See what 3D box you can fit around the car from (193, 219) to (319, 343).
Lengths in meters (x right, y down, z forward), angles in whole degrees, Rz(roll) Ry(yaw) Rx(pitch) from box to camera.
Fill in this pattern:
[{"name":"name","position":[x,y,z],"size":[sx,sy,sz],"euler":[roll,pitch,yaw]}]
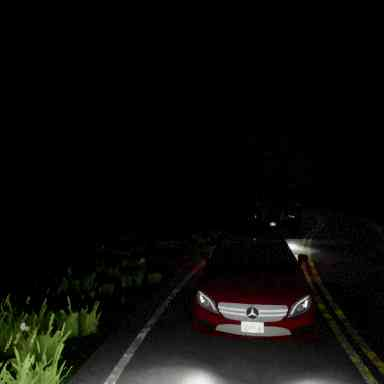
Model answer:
[{"name":"car","position":[1.224,1.534,6.703],"size":[1.812,1.442,4.674],"euler":[-1,0,11]}]

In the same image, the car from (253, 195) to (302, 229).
[{"name":"car","position":[4.982,1.215,18.879],"size":[2.150,2.045,5.566],"euler":[-2,-1,22]}]
